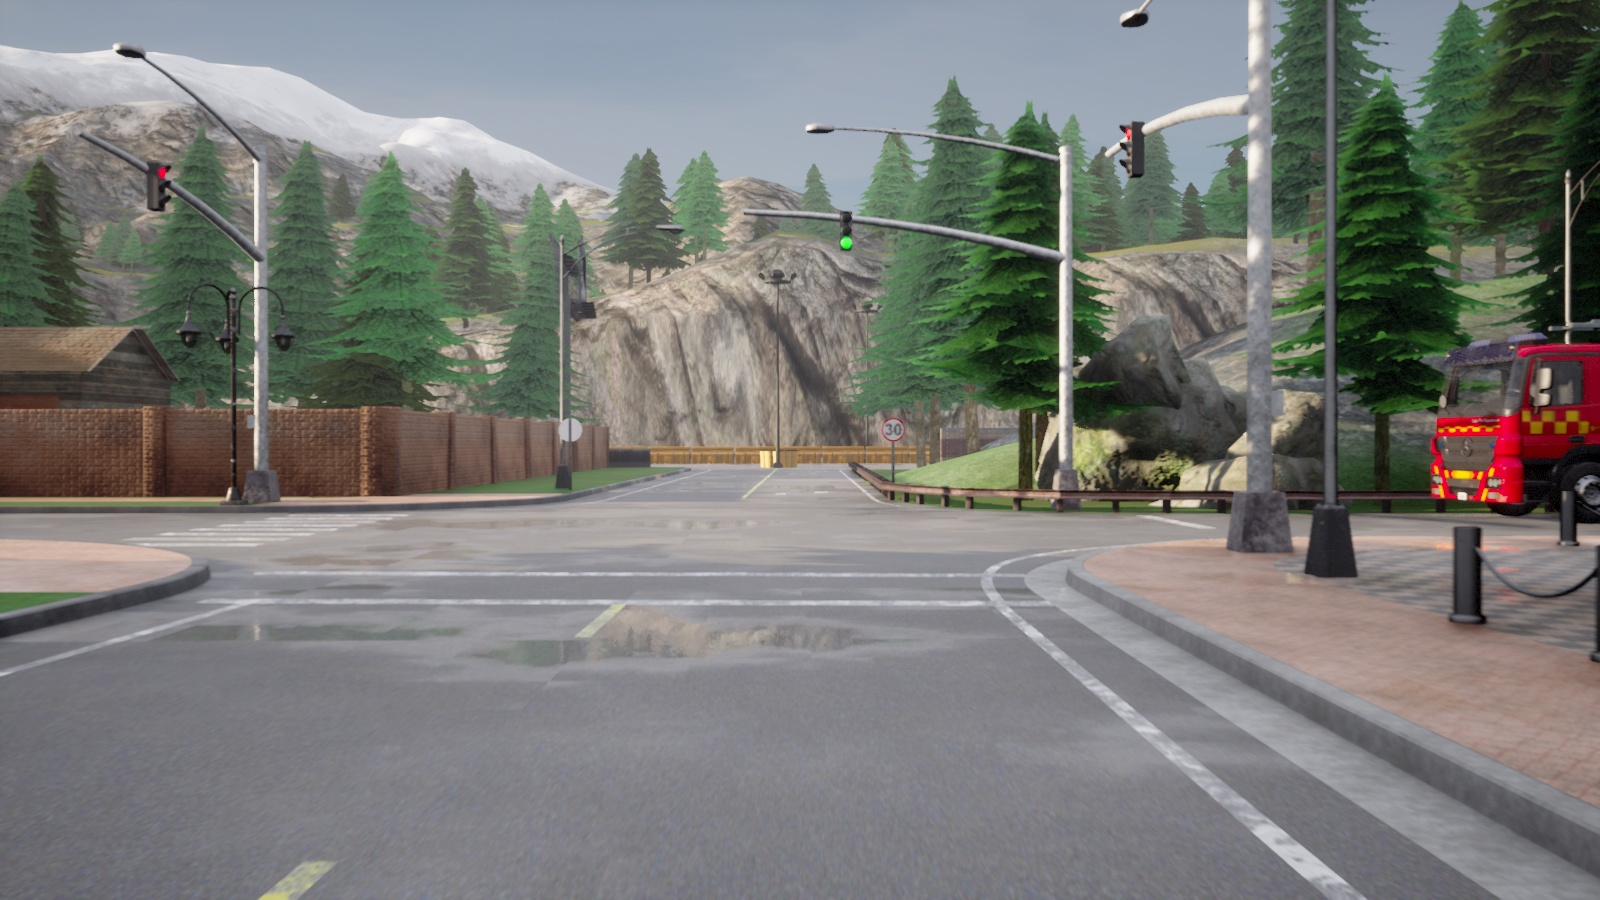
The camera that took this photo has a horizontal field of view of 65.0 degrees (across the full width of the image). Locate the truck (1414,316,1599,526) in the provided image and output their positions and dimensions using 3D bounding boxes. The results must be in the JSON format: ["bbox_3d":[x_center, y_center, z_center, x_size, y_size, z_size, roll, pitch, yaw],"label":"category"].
[{"bbox_3d":[16.860,-0.527,24.363,8.468,3.827,2.891,0,0,0],"label":"truck"}]
